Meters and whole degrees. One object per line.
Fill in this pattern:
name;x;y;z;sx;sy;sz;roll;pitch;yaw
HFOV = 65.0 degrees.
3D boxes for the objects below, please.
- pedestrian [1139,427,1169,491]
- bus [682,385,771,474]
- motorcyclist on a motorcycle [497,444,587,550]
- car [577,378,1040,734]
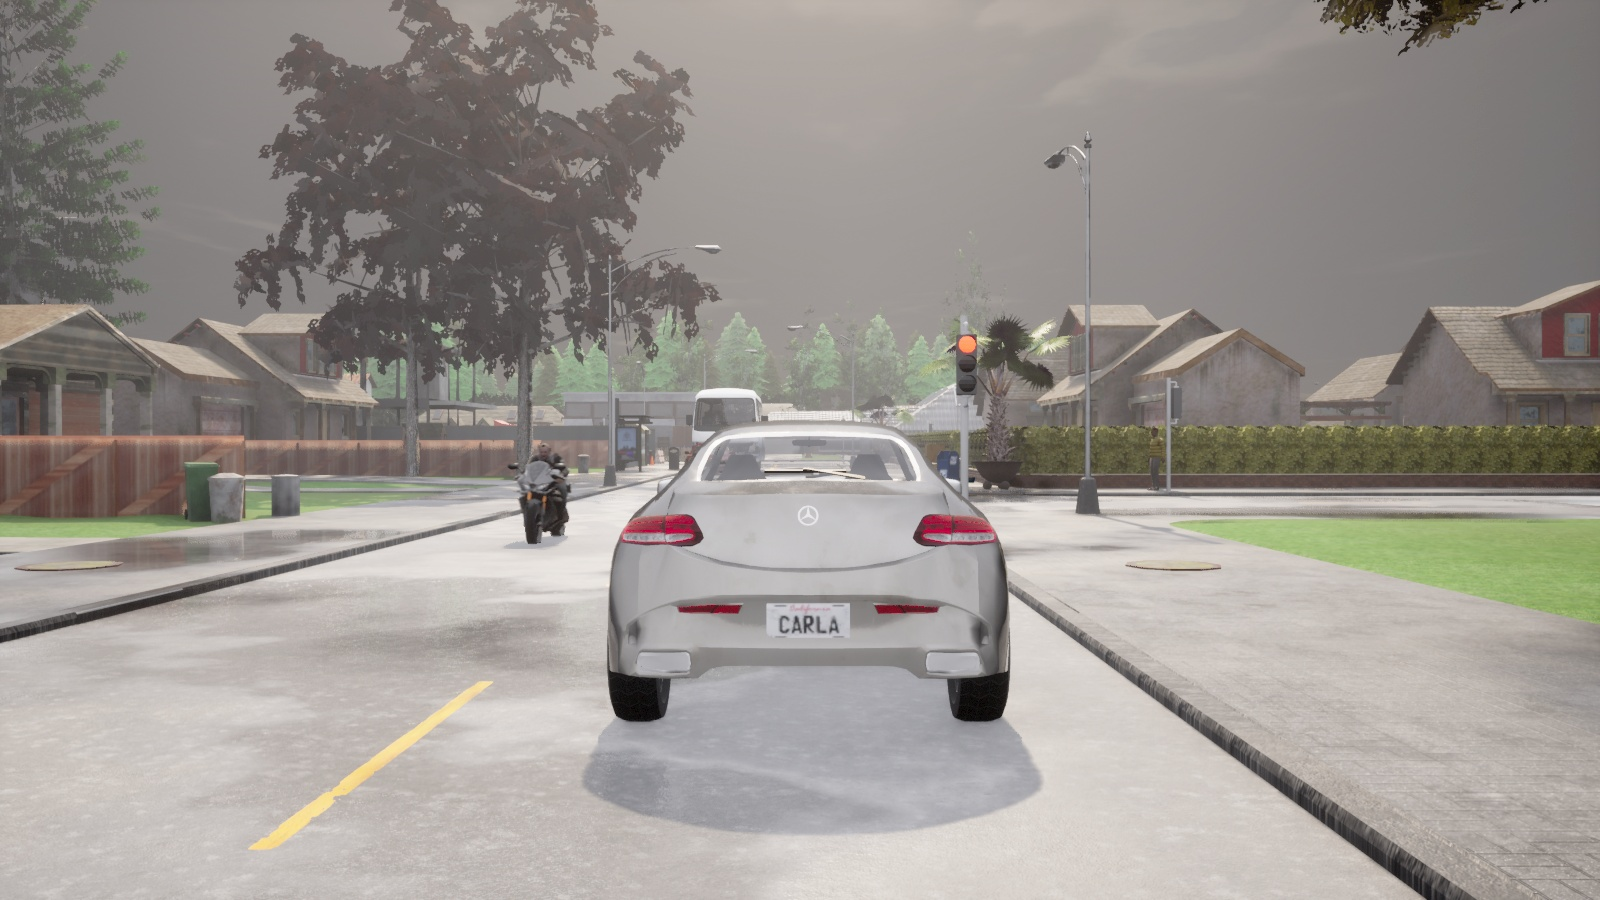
pedestrian;10.225;0.260;36.252;0.709;1.840;0.431;0;0;-14
bus;-3.622;-1.001;65.183;3.944;4.253;10.273;0;0;0
motorcyclist on a motorcycle;-3.914;0.670;19.254;0.866;1.530;2.191;0;0;2
car;0.062;0.478;8.355;2.152;1.651;5.027;0;0;1
